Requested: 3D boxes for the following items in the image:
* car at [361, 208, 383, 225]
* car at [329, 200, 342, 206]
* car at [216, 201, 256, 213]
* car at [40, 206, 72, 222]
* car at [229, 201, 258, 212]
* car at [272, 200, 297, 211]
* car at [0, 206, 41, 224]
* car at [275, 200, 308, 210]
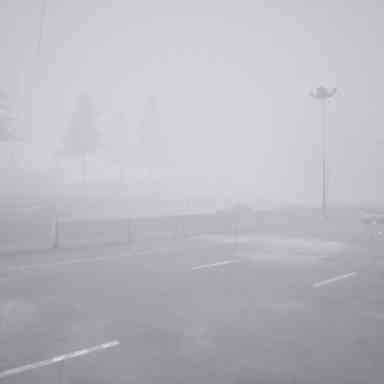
[{"bbox_3d":[14.323,1.816,24.809,1.895,1.301,4.718,-1,-1,44],"label":"car"},{"bbox_3d":[29.149,2.203,67.492,1.895,1.301,4.718,-1,-1,34],"label":"car"},{"bbox_3d":[4.607,1.899,35.542,1.882,1.535,5.008,-1,-1,45],"label":"car"},{"bbox_3d":[-13.125,1.975,29.212,4.892,1.490,1.837,0,-1,-38],"label":"car"},{"bbox_3d":[7.659,2.075,49.261,1.837,1.490,4.892,-1,0,41],"label":"car"},{"bbox_3d":[14.730,2.056,52.585,2.128,1.511,4.902,-1,-1,37],"label":"car"},{"bbox_3d":[-13.744,1.976,24.370,4.181,1.385,1.994,0,-1,-36],"label":"car"},{"bbox_3d":[11.591,1.965,37.831,1.994,1.385,4.181,-1,-1,43],"label":"car"}]
